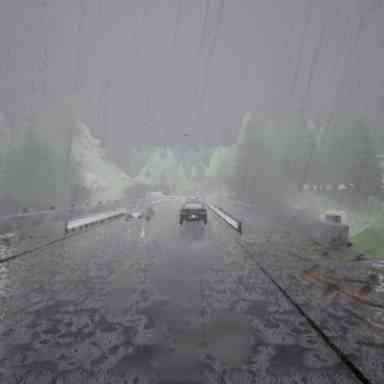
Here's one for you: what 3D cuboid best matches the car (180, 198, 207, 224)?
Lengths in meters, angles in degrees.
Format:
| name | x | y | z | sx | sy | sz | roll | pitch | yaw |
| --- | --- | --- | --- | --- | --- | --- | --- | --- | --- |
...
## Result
| name | x | y | z | sx | sy | sz | roll | pitch | yaw |
| --- | --- | --- | --- | --- | --- | --- | --- | --- | --- |
| car | 0.102 | 1.489 | 24.976 | 1.882 | 1.535 | 5.008 | 0 | 0 | 0 |

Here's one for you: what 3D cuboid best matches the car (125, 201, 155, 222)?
| name | x | y | z | sx | sy | sz | roll | pitch | yaw |
| --- | --- | --- | --- | --- | --- | --- | --- | --- | --- |
| car | -4.071 | 1.505 | 26.521 | 2.128 | 1.511 | 4.902 | 0 | 0 | 0 |

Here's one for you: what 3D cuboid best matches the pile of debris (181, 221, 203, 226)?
| name | x | y | z | sx | sy | sz | roll | pitch | yaw |
| --- | --- | --- | --- | --- | --- | --- | --- | --- | --- |
| pile of debris | 0.006 | 2.186 | 23.133 | 1.500 | 0.140 | 1.860 | 0 | 0 | 0 |

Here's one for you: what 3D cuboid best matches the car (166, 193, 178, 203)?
| name | x | y | z | sx | sy | sz | roll | pitch | yaw |
| --- | --- | --- | --- | --- | --- | --- | --- | --- | --- |
| car | -3.986 | 1.191 | 67.565 | 2.150 | 2.045 | 5.566 | 0 | 0 | 0 |
